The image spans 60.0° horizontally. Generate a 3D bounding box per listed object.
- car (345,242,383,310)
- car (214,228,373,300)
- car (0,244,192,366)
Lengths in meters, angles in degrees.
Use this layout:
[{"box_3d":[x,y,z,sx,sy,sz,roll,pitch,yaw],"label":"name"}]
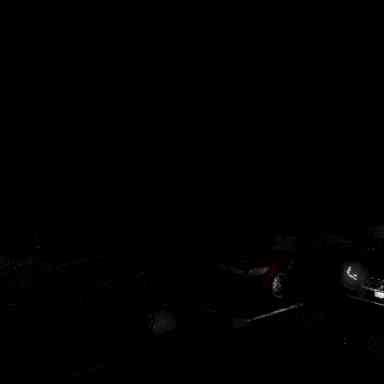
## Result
[{"box_3d":[5.191,1.505,7.074,4.892,1.490,1.837,0,0,-35],"label":"car"},{"box_3d":[2.483,1.582,8.302,4.206,1.307,1.802,0,0,-35],"label":"car"},{"box_3d":[-1.998,1.566,5.111,4.313,1.339,1.947,0,0,-35],"label":"car"}]
